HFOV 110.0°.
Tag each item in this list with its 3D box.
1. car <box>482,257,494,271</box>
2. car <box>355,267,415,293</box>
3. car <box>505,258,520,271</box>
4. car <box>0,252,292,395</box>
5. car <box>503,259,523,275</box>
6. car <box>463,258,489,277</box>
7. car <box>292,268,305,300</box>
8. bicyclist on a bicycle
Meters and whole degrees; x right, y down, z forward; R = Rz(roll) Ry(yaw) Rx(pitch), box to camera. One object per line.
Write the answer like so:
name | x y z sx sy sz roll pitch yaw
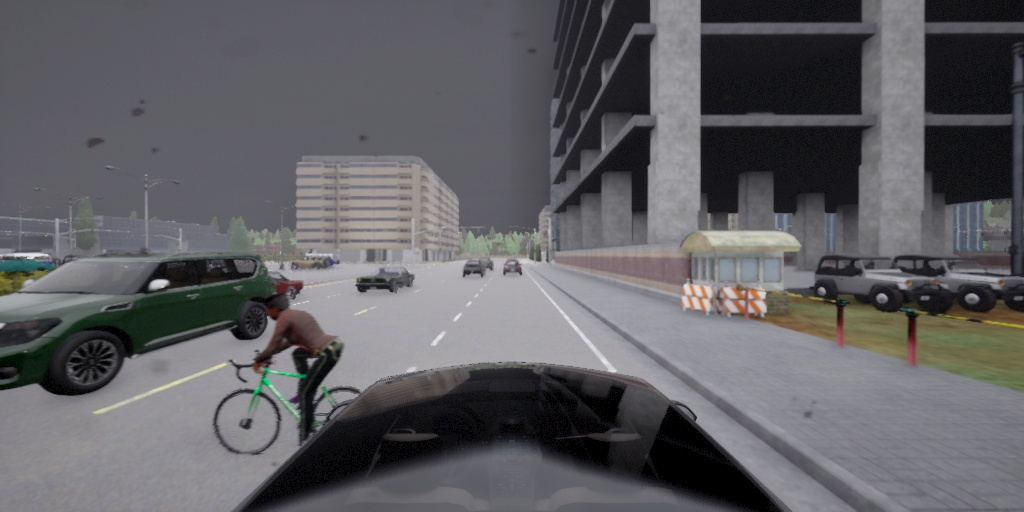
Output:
car | -3.456 0.962 46.150 2.097 1.767 4.553 0 0 0
car | -7.019 1.292 20.320 1.895 1.301 4.718 0 0 0
car | 0.052 1.082 47.915 1.882 1.535 5.008 0 0 0
car | -7.106 0.949 6.934 2.150 2.045 5.566 0 1 0
car | 0.072 1.166 36.566 1.812 1.442 4.674 0 0 0
car | -3.437 1.154 33.374 1.837 1.490 4.892 0 0 0
car | -10.570 1.311 14.366 1.895 1.301 4.718 0 0 0
bicyclist on a bicycle | -2.178 1.197 3.590 1.656 1.620 0.582 -1 0 0
